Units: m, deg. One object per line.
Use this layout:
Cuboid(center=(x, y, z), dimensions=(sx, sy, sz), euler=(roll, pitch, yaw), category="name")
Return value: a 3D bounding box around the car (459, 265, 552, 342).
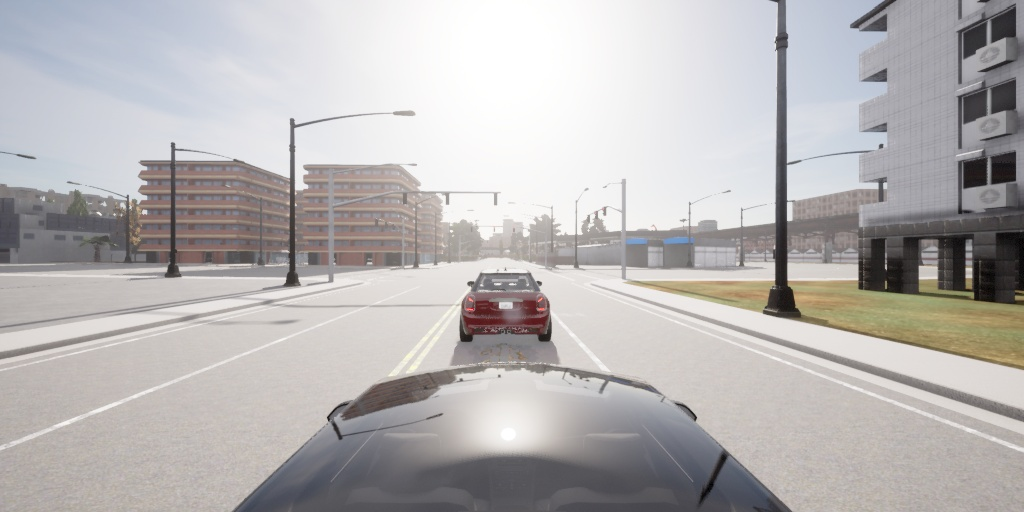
Cuboid(center=(-0.196, 1.102, 9.965), dimensions=(2.097, 1.767, 4.553), euler=(0, 0, -2), category="car")
